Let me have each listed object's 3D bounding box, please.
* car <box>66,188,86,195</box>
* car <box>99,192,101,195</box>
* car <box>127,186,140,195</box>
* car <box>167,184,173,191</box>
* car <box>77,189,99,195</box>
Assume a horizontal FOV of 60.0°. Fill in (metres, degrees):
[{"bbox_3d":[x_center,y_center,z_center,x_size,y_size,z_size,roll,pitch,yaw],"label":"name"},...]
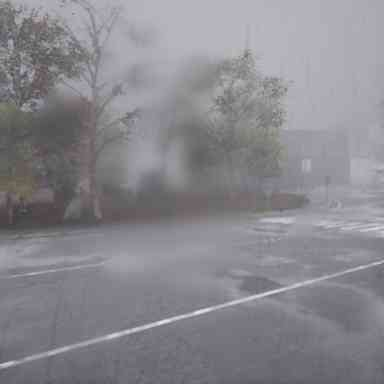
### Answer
[{"bbox_3d":[-29.402,-0.177,84.273,2.097,1.535,5.008,0,3,19],"label":"car"},{"bbox_3d":[-17.798,-0.316,74.969,2.435,2.045,5.566,-1,3,18],"label":"car"},{"bbox_3d":[-10.725,-0.356,69.577,2.435,2.045,5.566,-2,2,17],"label":"car"},{"bbox_3d":[-3.602,-0.486,64.215,2.435,2.045,5.566,-2,2,17],"label":"car"},{"bbox_3d":[-24.800,-0.245,80.507,2.185,1.767,4.553,-1,3,19],"label":"car"}]
